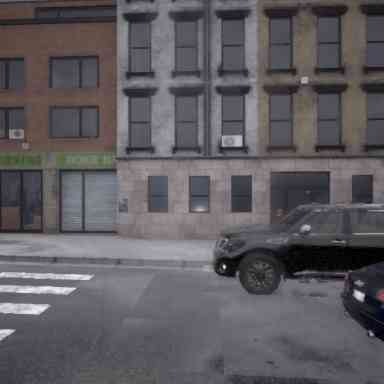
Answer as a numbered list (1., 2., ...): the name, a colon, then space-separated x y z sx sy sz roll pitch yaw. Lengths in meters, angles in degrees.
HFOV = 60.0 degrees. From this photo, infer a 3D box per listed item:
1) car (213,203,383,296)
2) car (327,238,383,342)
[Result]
1. car: 3.306 1.287 8.162 5.566 2.045 2.150 1 0 4
2. car: 4.620 1.638 5.125 4.181 1.385 1.994 1 0 3
